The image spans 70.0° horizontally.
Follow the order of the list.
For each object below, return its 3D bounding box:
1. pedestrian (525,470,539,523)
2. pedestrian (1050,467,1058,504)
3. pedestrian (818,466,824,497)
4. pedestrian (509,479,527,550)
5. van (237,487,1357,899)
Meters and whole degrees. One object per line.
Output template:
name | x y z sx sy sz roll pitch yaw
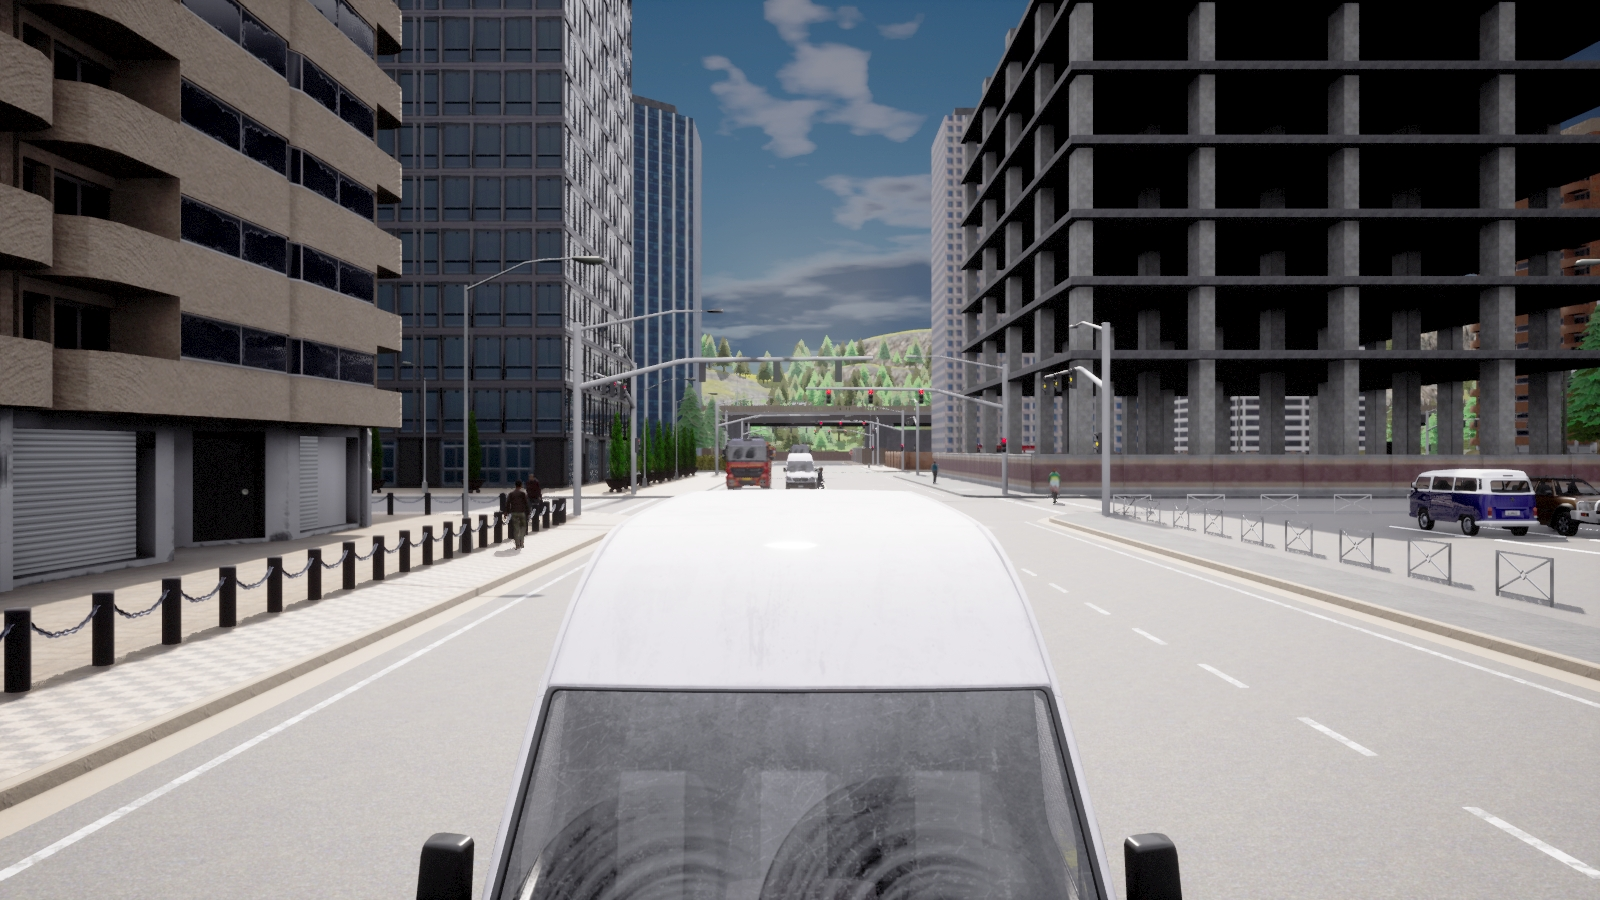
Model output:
pedestrian | -9.544 1.661 40.723 0.375 1.860 0.375 0 0 11
pedestrian | 12.810 1.793 57.646 0.375 1.860 0.375 0 0 7
pedestrian | 1.232 1.849 67.490 0.375 1.860 0.375 0 0 2
pedestrian | -7.450 1.697 30.231 0.375 1.860 0.375 0 0 1
van | -0.002 1.534 4.985 1.988 2.561 5.915 0 0 0
